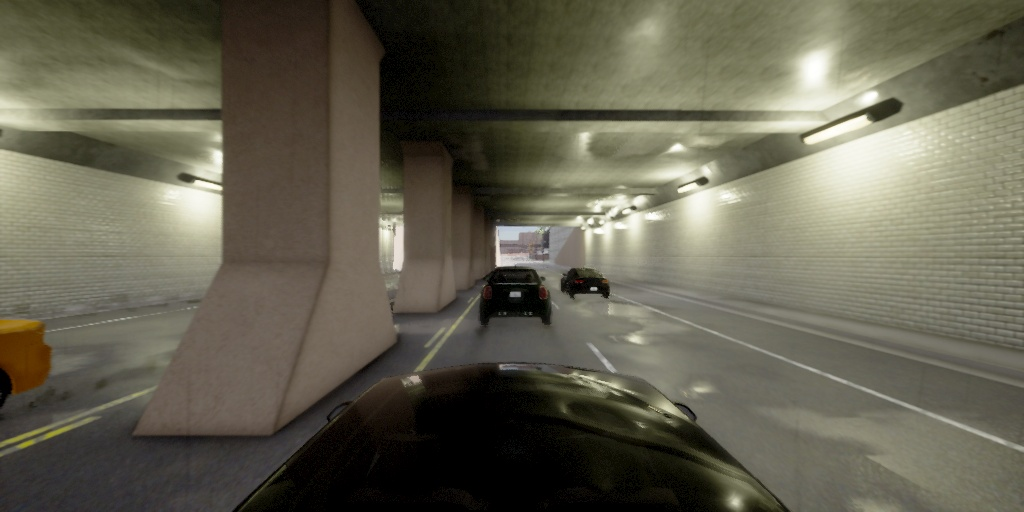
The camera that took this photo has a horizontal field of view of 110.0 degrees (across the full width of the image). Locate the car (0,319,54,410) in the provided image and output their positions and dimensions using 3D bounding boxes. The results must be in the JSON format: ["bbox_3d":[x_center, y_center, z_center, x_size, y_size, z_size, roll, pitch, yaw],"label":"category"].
[{"bbox_3d":[-7.100,1.228,2.628,1.882,1.535,5.008,0,0,0],"label":"car"}]

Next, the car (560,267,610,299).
[{"bbox_3d":[3.586,1.276,18.035,1.812,1.442,4.674,0,0,0],"label":"car"}]

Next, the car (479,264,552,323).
[{"bbox_3d":[0.100,1.102,12.189,2.097,1.767,4.553,0,0,0],"label":"car"}]
